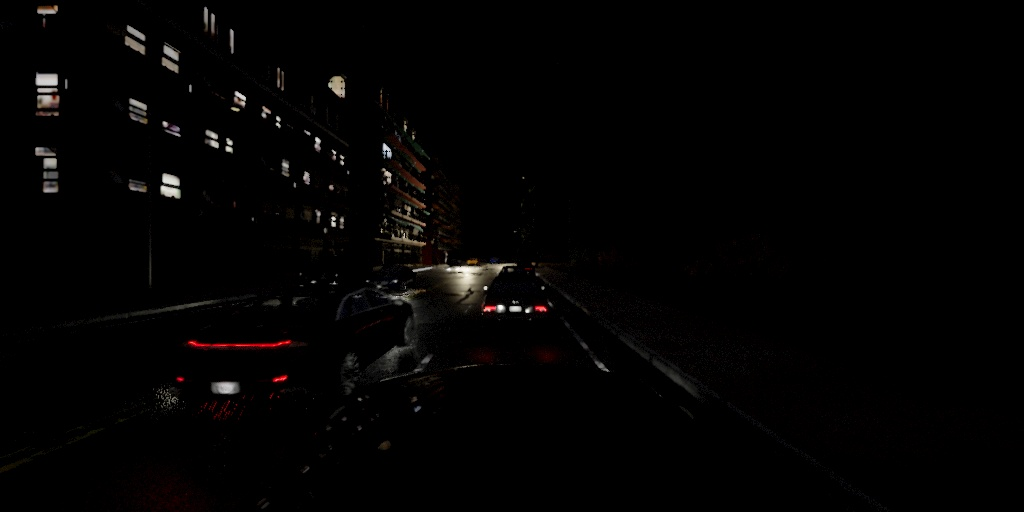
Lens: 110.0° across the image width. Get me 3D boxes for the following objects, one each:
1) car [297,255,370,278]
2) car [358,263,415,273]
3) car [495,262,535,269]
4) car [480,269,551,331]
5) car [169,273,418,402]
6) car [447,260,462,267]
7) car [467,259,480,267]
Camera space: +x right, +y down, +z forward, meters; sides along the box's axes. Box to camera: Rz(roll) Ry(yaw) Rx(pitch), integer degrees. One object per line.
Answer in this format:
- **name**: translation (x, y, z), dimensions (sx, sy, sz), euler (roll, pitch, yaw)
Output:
- **car**: translation (-9.903, 0.958, 20.654), dimensions (2.150, 2.045, 5.566), euler (0, 0, 0)
- **car**: translation (-6.652, 1.262, 20.234), dimensions (1.812, 1.442, 4.674), euler (0, 0, 0)
- **car**: translation (0.046, 1.283, 21.757), dimensions (2.033, 1.411, 5.357), euler (0, 0, 0)
- **car**: translation (0.076, 1.291, 10.944), dimensions (2.033, 1.411, 5.357), euler (0, 0, 0)
- **car**: translation (-3.164, 1.237, 6.374), dimensions (2.128, 1.511, 4.902), euler (0, 0, 0)
- **car**: translation (-9.975, 1.299, 62.524), dimensions (1.895, 1.301, 4.718), euler (0, 0, 0)
- **car**: translation (-6.727, 1.176, 62.459), dimensions (1.882, 1.535, 5.008), euler (0, 0, 0)
